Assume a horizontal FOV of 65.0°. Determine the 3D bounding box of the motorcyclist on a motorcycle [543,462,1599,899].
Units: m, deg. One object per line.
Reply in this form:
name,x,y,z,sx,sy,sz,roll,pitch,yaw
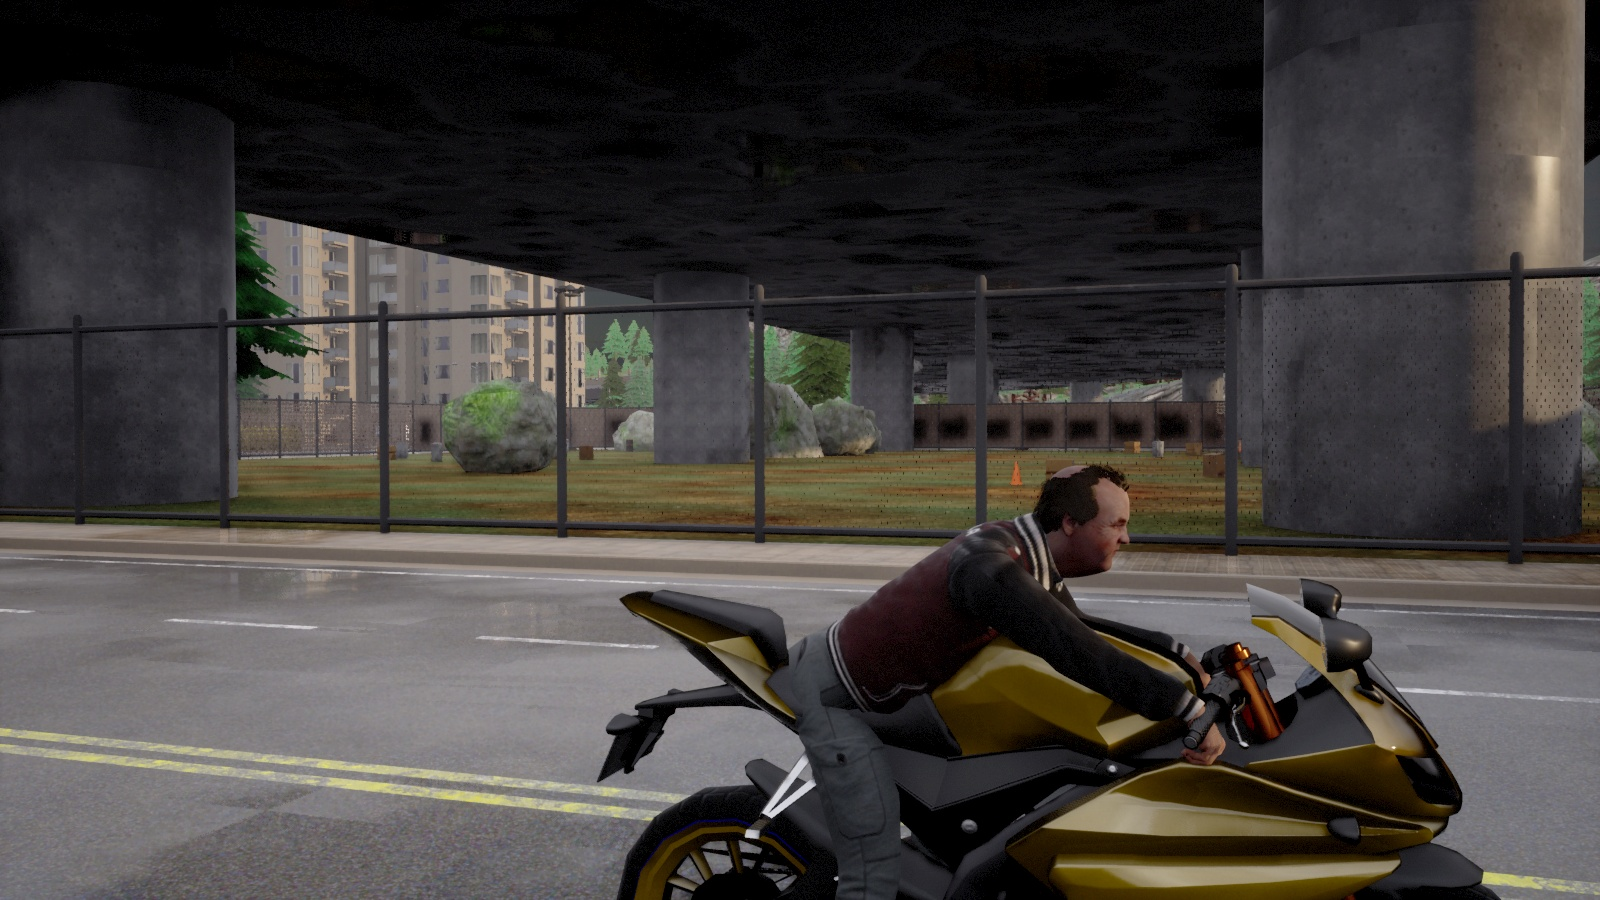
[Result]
motorcyclist on a motorcycle,0.575,0.816,3.000,2.191,1.530,0.866,1,1,19
